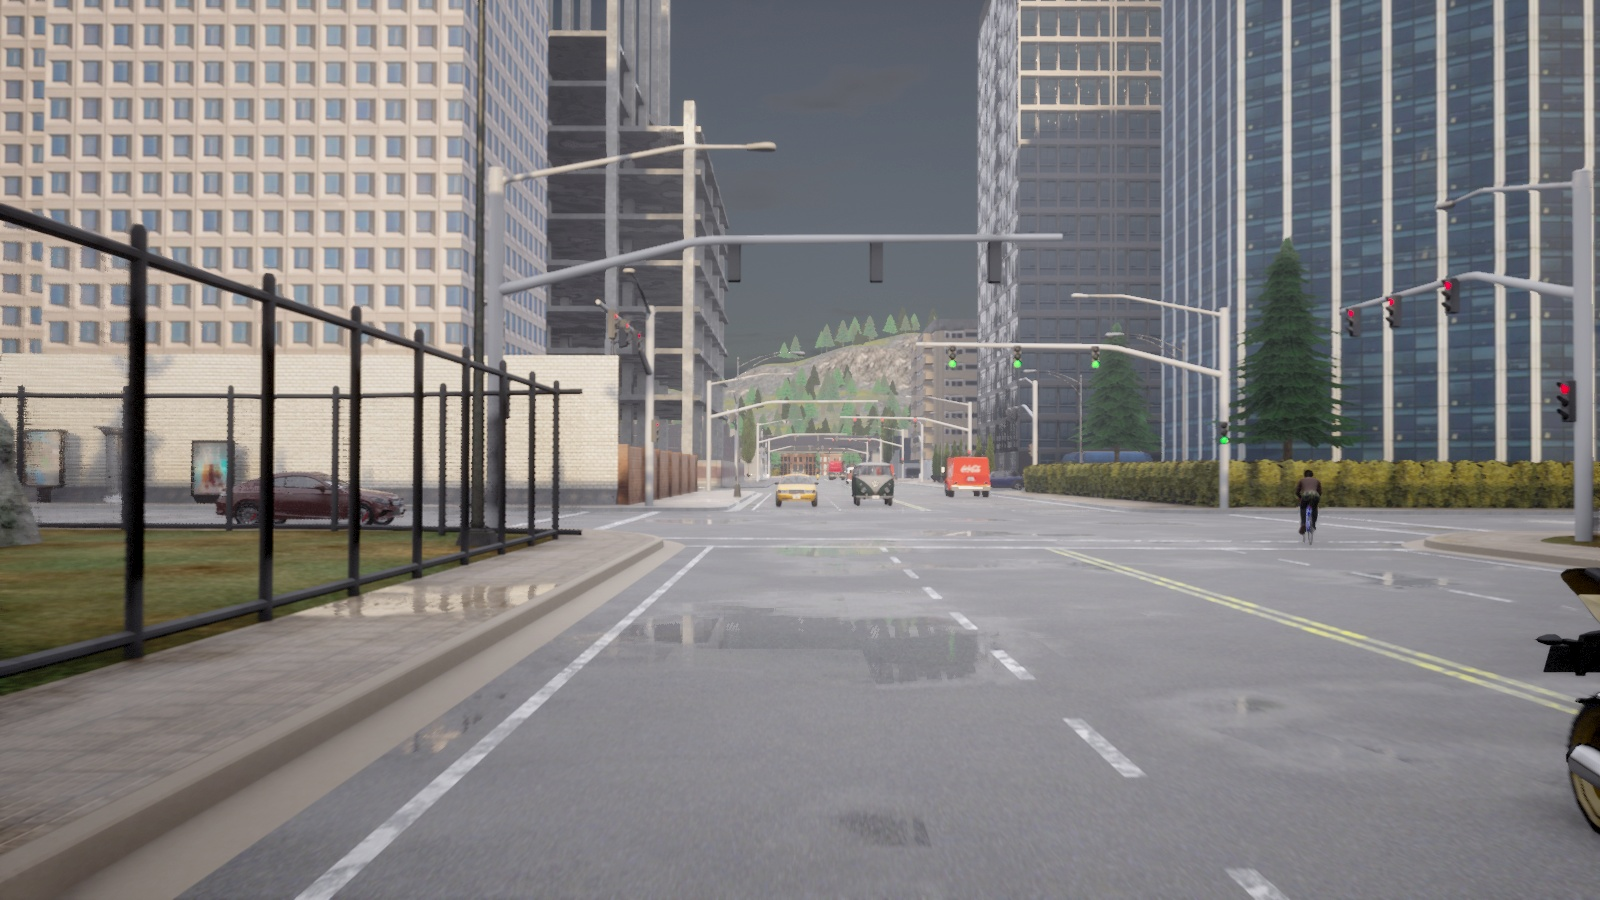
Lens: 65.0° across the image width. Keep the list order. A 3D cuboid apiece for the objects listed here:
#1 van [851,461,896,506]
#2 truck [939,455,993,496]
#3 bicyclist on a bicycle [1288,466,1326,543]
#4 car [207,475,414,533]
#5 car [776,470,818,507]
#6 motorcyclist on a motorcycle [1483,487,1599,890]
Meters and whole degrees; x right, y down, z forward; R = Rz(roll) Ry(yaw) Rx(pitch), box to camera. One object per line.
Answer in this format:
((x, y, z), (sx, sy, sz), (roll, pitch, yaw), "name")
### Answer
((3.358, 1.527, 58.142), (1.775, 1.987, 4.442), (0, -1, 0), "van")
((10.308, 1.599, 78.408), (2.627, 2.467, 5.204), (0, -1, 0), "truck")
((11.151, 1.173, 27.658), (0.582, 1.620, 1.656), (1, 0, 17), "bicyclist on a bicycle")
((-12.679, 1.384, 32.724), (4.674, 1.442, 1.812), (0, -1, 0), "car")
((-0.138, 1.702, 56.646), (1.801, 1.575, 5.366), (0, -1, 0), "car")
((3.489, 0.911, 4.500), (0.866, 1.530, 2.191), (0, -1, 0), "motorcyclist on a motorcycle")
